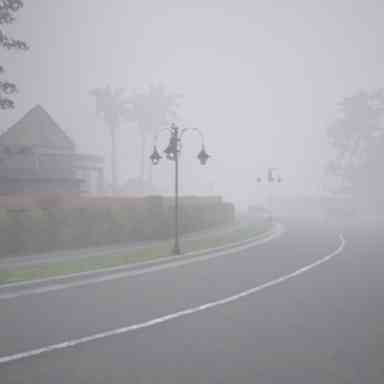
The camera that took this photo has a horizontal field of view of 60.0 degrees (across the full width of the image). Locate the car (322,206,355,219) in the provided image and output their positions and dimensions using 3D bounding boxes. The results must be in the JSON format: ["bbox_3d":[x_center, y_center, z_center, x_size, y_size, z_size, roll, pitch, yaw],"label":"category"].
[{"bbox_3d":[16.098,2.199,36.752,1.994,1.385,4.181,0,-1,-5],"label":"car"}]

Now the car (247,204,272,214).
[{"bbox_3d":[9.611,2.427,47.857,1.994,1.385,4.181,0,-1,-21],"label":"car"}]
